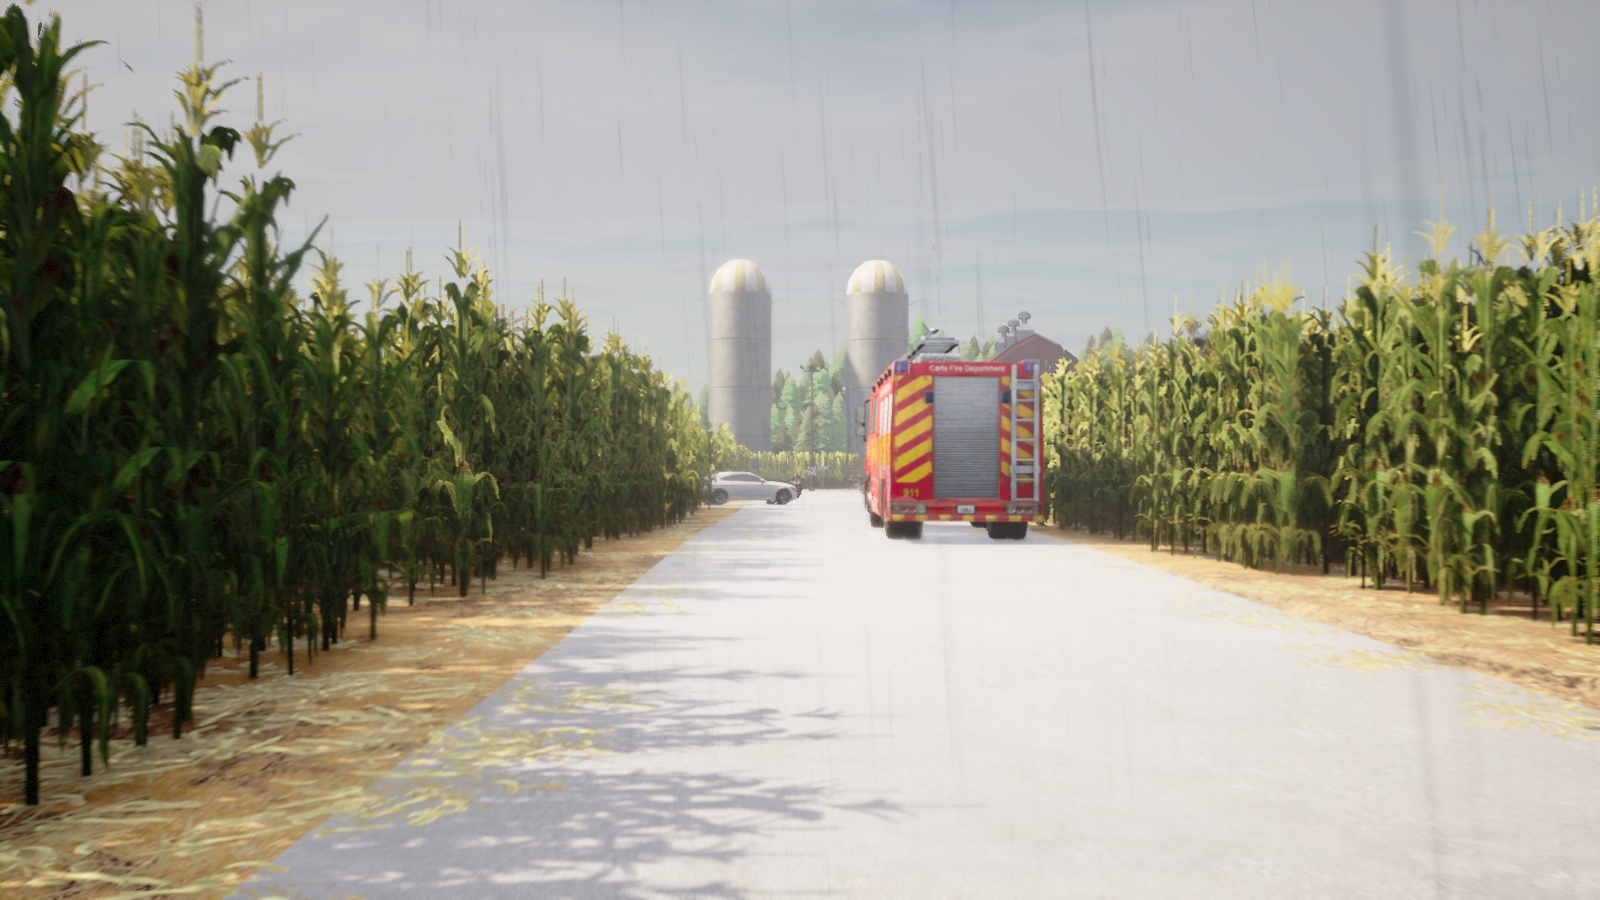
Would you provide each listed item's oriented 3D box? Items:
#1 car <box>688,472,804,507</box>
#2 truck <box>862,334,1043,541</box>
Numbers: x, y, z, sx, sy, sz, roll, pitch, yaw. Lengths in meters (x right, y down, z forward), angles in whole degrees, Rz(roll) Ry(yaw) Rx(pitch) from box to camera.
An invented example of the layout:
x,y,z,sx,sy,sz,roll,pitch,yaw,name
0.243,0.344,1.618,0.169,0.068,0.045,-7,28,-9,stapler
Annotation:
x,y,z,sx,sy,sz,roll,pitch,yaw,name
-2.347,1.676,54.381,4.674,1.442,1.812,0,-1,-20,car
3.027,-0.159,27.463,2.891,3.827,8.468,0,-1,0,truck
